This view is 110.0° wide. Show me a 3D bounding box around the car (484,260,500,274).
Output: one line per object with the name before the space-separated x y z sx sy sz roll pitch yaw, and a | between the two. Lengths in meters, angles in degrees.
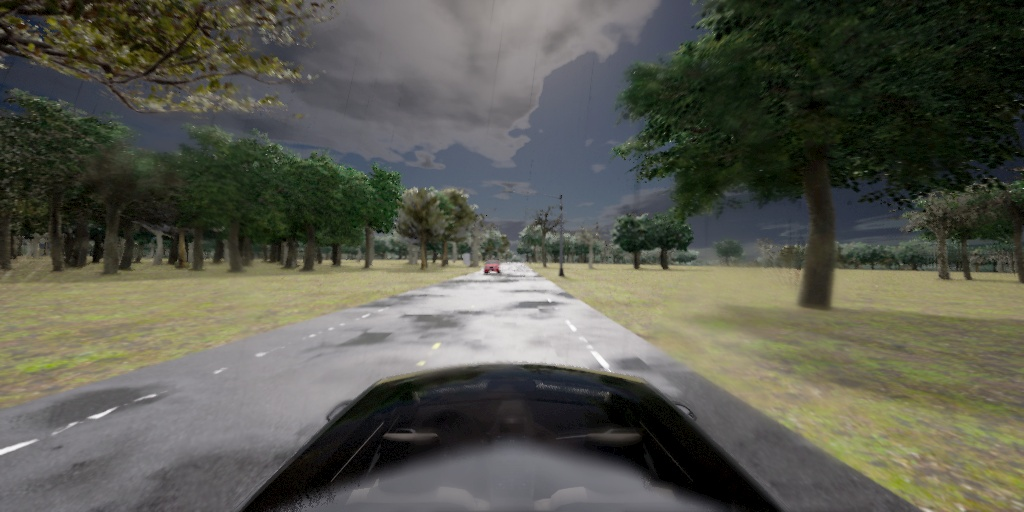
car | -2.900 1.608 53.311 2.150 2.045 5.566 0 -1 1
